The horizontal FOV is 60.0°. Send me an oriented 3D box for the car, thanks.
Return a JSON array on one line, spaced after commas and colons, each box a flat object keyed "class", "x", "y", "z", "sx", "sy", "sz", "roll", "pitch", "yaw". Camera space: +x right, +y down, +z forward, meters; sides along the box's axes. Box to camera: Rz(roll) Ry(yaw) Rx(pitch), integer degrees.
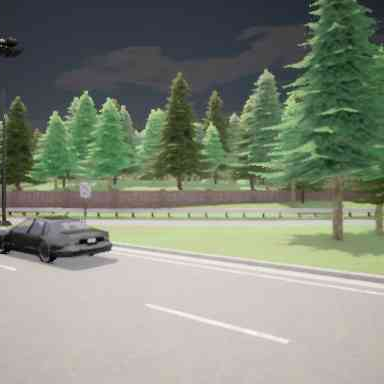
[{"class": "car", "x": -5.186, "y": 1.586, "z": 12.011, "sx": 5.357, "sy": 1.411, "sz": 2.033, "roll": 0, "pitch": 0, "yaw": 37}]
